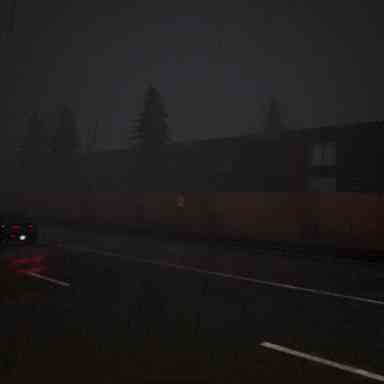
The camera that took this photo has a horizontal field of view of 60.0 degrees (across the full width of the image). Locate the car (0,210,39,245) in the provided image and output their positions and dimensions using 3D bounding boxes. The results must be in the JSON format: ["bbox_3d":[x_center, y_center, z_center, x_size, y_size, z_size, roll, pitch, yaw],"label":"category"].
[{"bbox_3d":[-8.822,1.592,15.070,4.892,1.490,1.837,0,-1,38],"label":"car"}]
